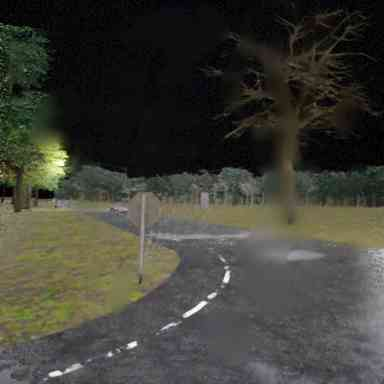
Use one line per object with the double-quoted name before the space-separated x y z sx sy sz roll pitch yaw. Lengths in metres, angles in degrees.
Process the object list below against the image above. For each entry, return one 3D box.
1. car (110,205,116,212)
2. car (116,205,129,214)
"car" -13.186 2.937 58.475 1.895 1.301 4.718 3 -3 -24
"car" -9.921 2.693 51.080 1.895 1.301 4.718 3 -3 -22
